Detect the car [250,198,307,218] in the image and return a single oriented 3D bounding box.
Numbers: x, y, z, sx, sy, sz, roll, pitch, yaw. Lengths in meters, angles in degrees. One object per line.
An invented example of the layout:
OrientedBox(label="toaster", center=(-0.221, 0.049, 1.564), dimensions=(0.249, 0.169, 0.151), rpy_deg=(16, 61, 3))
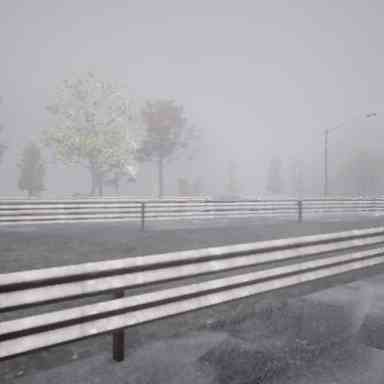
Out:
OrientedBox(label="car", center=(7.117, 1.253, 26.339), dimensions=(4.181, 1.385, 1.994), rpy_deg=(0, 0, -23))

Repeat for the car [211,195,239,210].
OrientedBox(label="car", center=(4.046, 1.042, 32.650), dimensions=(4.553, 1.767, 2.097), rpy_deg=(0, 0, -23))

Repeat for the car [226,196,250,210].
OrientedBox(label="car", center=(5.603, 1.254, 29.499), dimensions=(4.181, 1.385, 1.994), rpy_deg=(0, 0, -23))
